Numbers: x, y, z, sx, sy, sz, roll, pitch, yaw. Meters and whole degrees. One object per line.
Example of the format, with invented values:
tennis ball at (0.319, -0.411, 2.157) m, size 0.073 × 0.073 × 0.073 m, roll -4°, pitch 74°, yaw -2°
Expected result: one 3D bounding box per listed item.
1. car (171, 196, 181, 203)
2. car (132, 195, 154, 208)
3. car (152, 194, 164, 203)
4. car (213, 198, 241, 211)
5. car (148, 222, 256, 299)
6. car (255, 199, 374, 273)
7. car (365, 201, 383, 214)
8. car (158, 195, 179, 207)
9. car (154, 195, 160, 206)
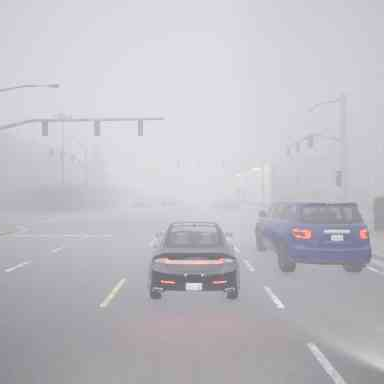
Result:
car at (-3.530, 1.540, 73.154) m, size 2.033 × 1.411 × 5.357 m, roll 0°, pitch 0°, yaw 0°
car at (-7.165, 1.352, 47.291) m, size 2.097 × 1.767 × 4.553 m, roll 0°, pitch 0°, yaw 2°
car at (-7.028, 1.352, 69.079) m, size 2.097 × 1.767 × 4.553 m, roll 0°, pitch 0°, yaw 0°
car at (4.210, 1.501, 40.908) m, size 2.128 × 1.511 × 4.902 m, roll -1°, pitch 1°, yaw -22°
car at (0.053, 1.492, 8.417) m, size 2.128 × 1.511 × 4.902 m, roll 0°, pitch 0°, yaw 0°
car at (3.567, 1.221, 10.862) m, size 2.150 × 2.045 × 5.566 m, roll 0°, pitch 0°, yaw 0°
car at (21.457, 1.656, 35.675) m, size 4.718 × 1.301 × 1.895 m, roll 0°, pitch 0°, yaw 0°
car at (-3.608, 1.547, 51.909) m, size 2.033 × 1.411 × 5.357 m, roll 0°, pitch 0°, yaw 0°
car at (-7.108, 1.352, 56.115) m, size 2.097 × 1.767 × 4.553 m, roll 0°, pitch 0°, yaw 0°
